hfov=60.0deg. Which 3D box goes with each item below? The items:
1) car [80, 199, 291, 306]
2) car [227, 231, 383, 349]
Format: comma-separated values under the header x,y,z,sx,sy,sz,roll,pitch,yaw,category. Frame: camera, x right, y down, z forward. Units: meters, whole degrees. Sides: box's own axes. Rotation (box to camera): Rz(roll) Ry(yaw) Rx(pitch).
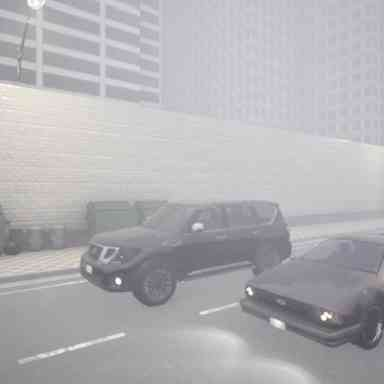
x,y,z,sx,sy,sz,roll,pitch,yaw,category
0.152,1.222,8.395,5.566,2.045,2.150,0,0,-35,car
3.421,1.547,6.439,5.357,1.411,2.033,0,0,-36,car
